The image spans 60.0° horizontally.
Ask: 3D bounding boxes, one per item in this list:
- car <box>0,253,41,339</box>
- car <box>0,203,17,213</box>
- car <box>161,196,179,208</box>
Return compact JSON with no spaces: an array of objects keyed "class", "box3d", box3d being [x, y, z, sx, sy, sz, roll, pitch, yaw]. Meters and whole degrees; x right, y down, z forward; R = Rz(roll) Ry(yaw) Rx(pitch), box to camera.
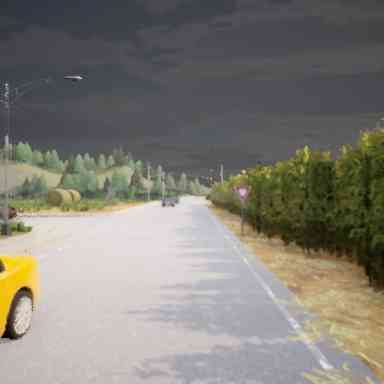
[{"class":"car","box3d":[-3.569,1.483,3.746,1.882,1.535,5.008,0,0,0]},{"class":"car","box3d":[-16.802,1.576,27.487,4.181,1.385,1.994,0,0,-1]},{"class":"car","box3d":[-3.553,1.563,50.547,2.128,1.511,4.902,0,0,0]}]
